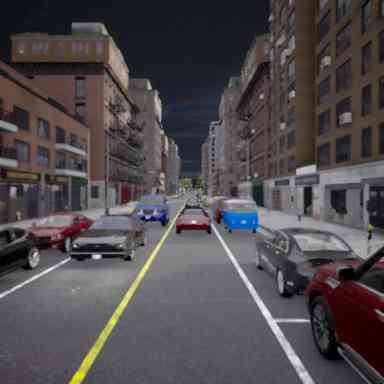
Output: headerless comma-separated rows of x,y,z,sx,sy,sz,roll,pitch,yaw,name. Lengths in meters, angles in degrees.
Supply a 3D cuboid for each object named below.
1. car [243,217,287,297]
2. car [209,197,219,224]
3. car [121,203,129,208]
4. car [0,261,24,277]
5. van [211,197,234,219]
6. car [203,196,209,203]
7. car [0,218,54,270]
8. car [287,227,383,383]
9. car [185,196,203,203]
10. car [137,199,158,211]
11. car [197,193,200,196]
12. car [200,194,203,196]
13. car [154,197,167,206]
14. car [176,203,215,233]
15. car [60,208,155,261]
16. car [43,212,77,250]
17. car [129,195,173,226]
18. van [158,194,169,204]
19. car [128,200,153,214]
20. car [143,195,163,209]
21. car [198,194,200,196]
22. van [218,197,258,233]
2.699,1.554,8.363,2.008,1.369,4.403,0,0,0,car
2.682,1.323,24.582,2.192,1.841,5.009,0,0,0,car
-5.402,1.534,29.817,1.752,1.417,4.829,0,0,0,car
-2.838,1.526,1.442,1.812,1.442,4.674,0,0,0,car
2.677,1.350,29.989,1.690,1.788,3.998,0,0,0,van
2.660,1.538,46.377,1.752,1.417,4.829,0,0,0,car
-5.406,1.569,8.361,1.947,1.339,4.313,0,0,0,car
2.705,1.316,2.957,2.192,1.841,5.009,0,0,0,car
0.096,1.577,43.361,1.994,1.385,4.181,0,0,0,car
-5.401,1.577,40.798,1.947,1.339,4.313,0,0,0,car
2.632,1.572,73.238,2.008,1.369,4.403,0,0,0,car
2.655,1.455,51.613,1.967,1.590,4.097,0,0,0,car
-5.398,1.598,57.017,1.802,1.307,4.206,0,0,0,car
0.096,1.570,19.850,1.994,1.385,4.181,0,0,0,car
-2.836,1.552,12.578,2.033,1.411,5.357,0,0,0,car
-5.405,1.549,13.767,1.887,1.381,4.507,0,0,0,car
-2.752,1.230,23.666,2.150,2.045,5.566,0,0,0,car
-5.397,1.359,62.424,1.690,1.788,3.998,0,0,0,van
-5.401,1.561,35.392,2.008,1.369,4.403,0,0,0,car
-5.400,1.328,46.205,2.192,1.841,5.009,0,0,0,car
2.638,1.545,68.002,1.752,1.417,4.829,0,0,0,car
2.688,1.347,19.176,1.690,1.788,3.998,0,0,0,van
